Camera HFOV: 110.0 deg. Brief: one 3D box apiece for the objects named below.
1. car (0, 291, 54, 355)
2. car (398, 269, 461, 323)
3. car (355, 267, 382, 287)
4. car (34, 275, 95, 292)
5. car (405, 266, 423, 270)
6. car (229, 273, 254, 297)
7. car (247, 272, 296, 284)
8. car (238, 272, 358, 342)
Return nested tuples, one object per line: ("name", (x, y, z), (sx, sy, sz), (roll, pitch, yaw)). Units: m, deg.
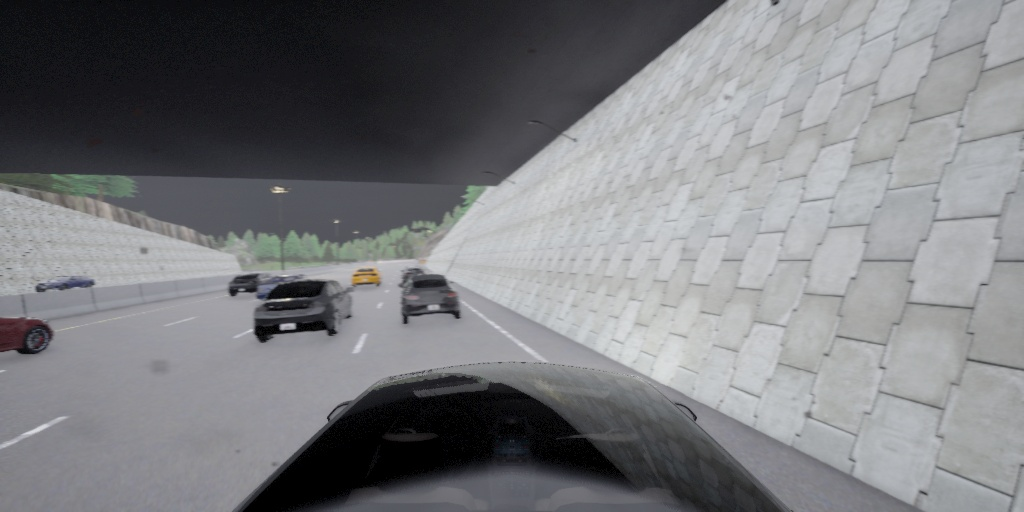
("car", (-12.291, 1.746, 7.237), (1.812, 1.442, 4.674), (-2, 0, -17))
("car", (-2.963, 1.354, 12.683), (1.812, 1.442, 4.674), (-2, 0, -17))
("car", (-11.283, 1.583, 28.096), (1.882, 1.535, 5.008), (-2, 0, -17))
("car", (-42.497, 2.570, 34.263), (1.812, 1.442, 4.674), (-2, 0, -17))
("car", (-7.791, 1.490, 28.592), (1.812, 1.442, 4.674), (-2, 0, -17))
("car", (-17.542, 1.872, 24.637), (1.837, 1.490, 4.892), (-2, 0, -17))
("car", (-12.582, 1.732, 20.330), (2.033, 1.411, 5.357), (-2, 0, -17))
("car", (-6.080, 1.464, 10.904), (1.837, 1.490, 4.892), (-2, 0, -17))
